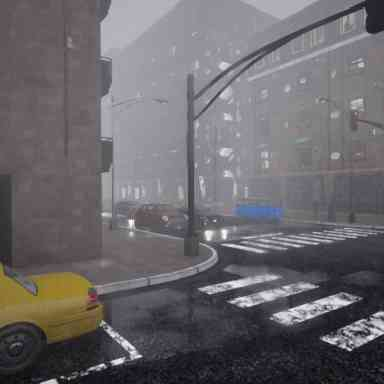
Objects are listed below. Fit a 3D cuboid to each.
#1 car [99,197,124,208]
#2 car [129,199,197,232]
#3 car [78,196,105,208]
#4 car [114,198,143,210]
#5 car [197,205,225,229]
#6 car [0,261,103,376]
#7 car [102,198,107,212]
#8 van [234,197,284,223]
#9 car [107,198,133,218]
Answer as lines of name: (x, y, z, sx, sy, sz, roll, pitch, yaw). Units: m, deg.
car: (-11.650, 1.463, 47.838, 1.887, 1.381, 4.507, -1, 0, -36)
car: (-1.855, 1.441, 20.008, 1.967, 1.590, 4.097, 0, 0, -36)
car: (-14.294, 1.429, 46.982, 2.128, 1.511, 4.902, -1, 0, -36)
car: (-8.331, 1.463, 43.251, 1.887, 1.381, 4.507, -1, 0, -36)
car: (0.210, 1.545, 21.571, 1.994, 1.385, 4.181, -1, 0, -36)
car: (-3.585, 1.525, 4.011, 4.829, 1.417, 1.752, 0, 0, -35)
car: (-11.566, 1.453, 37.860, 2.128, 1.511, 4.902, -1, 0, -36)
van: (4.945, 1.280, 24.905, 1.690, 1.788, 3.998, 0, 0, -36)
car: (-5.626, 1.494, 29.636, 1.812, 1.442, 4.674, -1, 0, -36)
